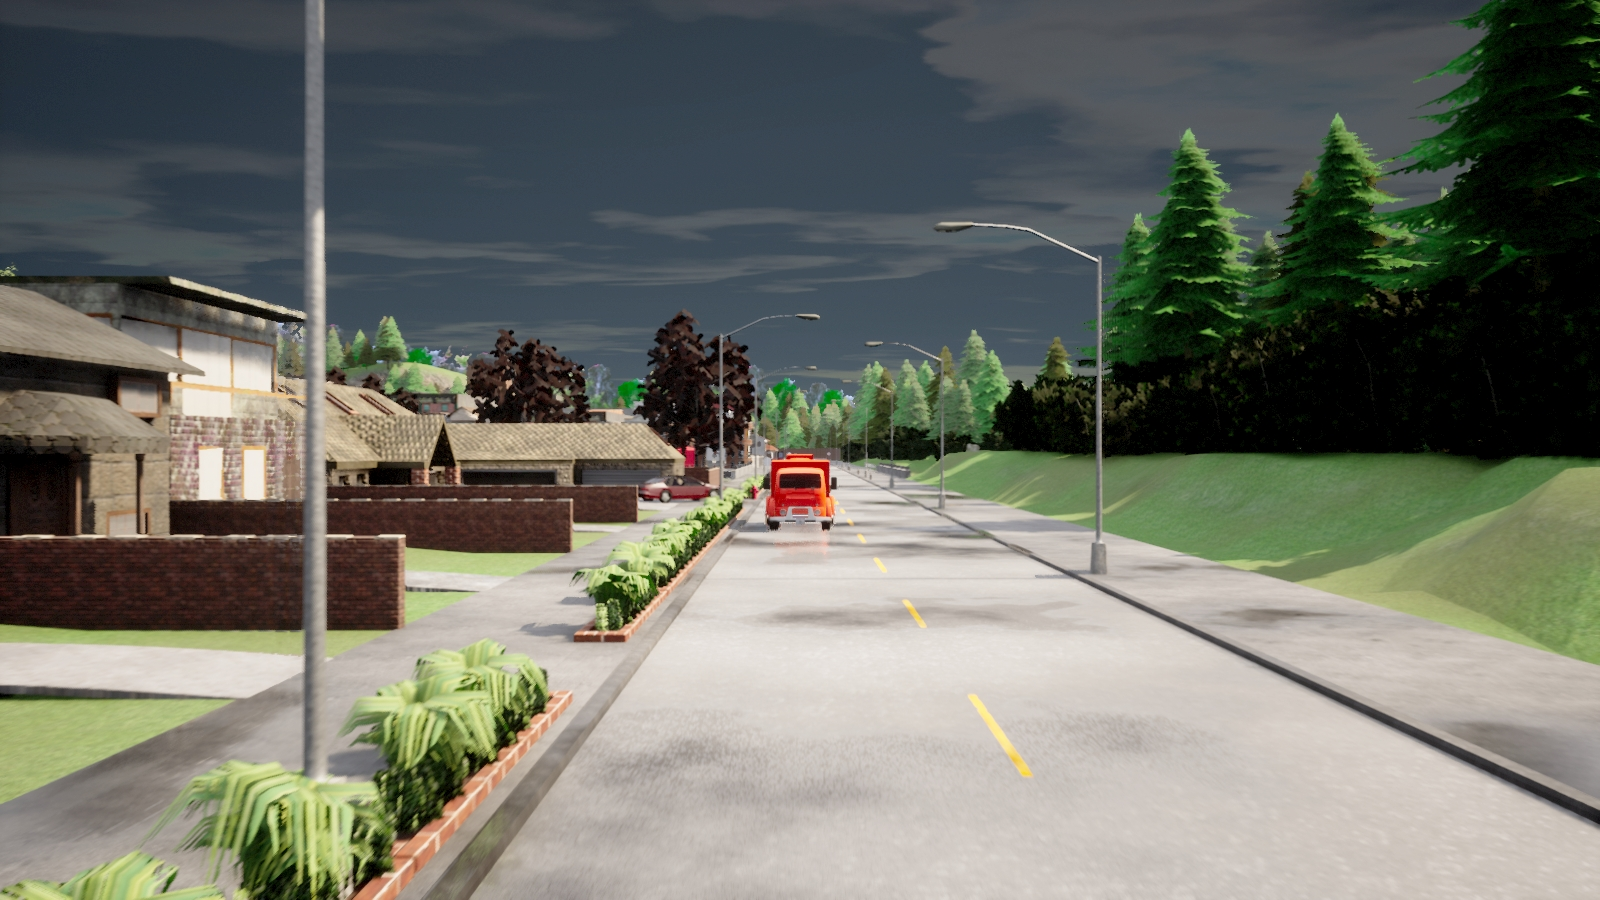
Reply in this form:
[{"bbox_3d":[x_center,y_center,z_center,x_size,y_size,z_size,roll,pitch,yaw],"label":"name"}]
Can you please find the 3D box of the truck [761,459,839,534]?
[{"bbox_3d":[0.007,1.568,40.921,2.627,2.467,5.204,0,0,0],"label":"truck"}]
